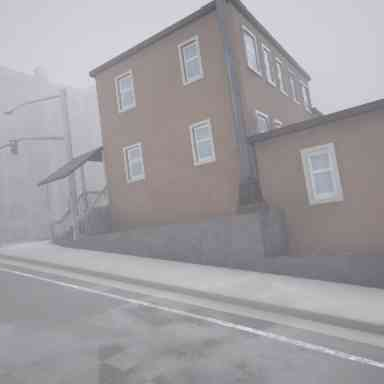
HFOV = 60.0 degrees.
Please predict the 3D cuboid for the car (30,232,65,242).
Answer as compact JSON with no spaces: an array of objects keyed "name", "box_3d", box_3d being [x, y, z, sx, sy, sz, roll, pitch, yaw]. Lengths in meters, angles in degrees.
[{"name":"car","box_3d":[-11.717,4.278,29.078,1.837,1.490,4.892,-12,-11,35]}]
